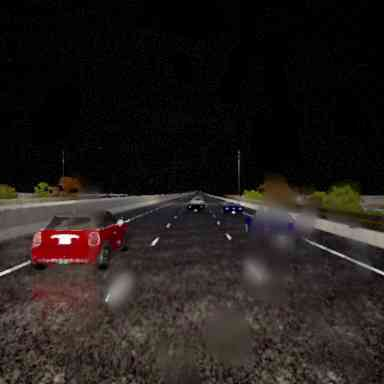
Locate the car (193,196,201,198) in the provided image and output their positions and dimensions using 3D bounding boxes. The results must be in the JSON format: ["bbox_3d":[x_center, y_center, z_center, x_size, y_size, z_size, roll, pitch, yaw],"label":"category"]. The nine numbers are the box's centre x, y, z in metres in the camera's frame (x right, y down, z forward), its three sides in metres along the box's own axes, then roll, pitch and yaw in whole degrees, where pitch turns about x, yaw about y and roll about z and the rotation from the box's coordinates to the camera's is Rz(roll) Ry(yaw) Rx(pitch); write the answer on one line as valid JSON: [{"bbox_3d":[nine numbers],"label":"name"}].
[{"bbox_3d":[0.853,1.636,53.126,1.895,1.301,4.718,0,0,1],"label":"car"}]

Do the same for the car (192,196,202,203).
[{"bbox_3d":[1.169,1.587,73.578,2.128,1.511,4.902,0,0,1],"label":"car"}]

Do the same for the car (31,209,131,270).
[{"bbox_3d":[-3.455,1.353,11.213,2.097,1.767,4.553,0,0,0],"label":"car"}]

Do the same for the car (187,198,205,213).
[{"bbox_3d":[0.439,1.617,37.061,1.895,1.301,4.718,0,0,1],"label":"car"}]

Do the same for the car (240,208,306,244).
[{"bbox_3d":[3.691,1.605,15.676,1.895,1.301,4.718,0,0,1],"label":"car"}]

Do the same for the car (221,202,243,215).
[{"bbox_3d":[3.959,1.616,33.511,1.895,1.301,4.718,0,0,1],"label":"car"}]
